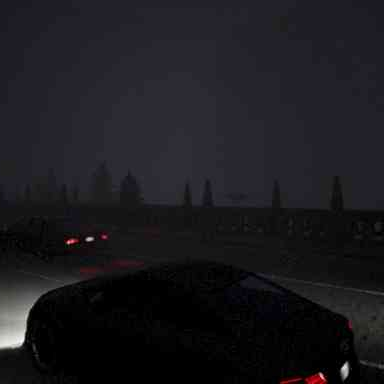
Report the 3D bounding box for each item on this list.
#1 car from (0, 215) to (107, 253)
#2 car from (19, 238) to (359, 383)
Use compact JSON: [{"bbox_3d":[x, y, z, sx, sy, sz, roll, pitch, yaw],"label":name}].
[{"bbox_3d":[-5.298,1.554,12.079,5.357,1.411,2.033,0,0,36],"label":"car"},{"bbox_3d":[-0.248,1.566,4.170,4.181,1.385,1.994,0,0,36],"label":"car"}]
